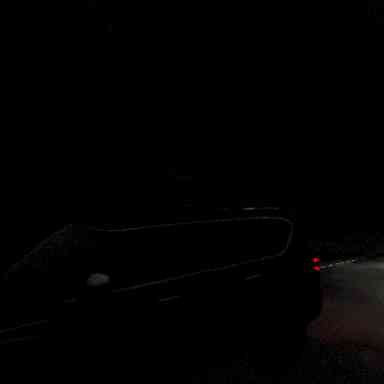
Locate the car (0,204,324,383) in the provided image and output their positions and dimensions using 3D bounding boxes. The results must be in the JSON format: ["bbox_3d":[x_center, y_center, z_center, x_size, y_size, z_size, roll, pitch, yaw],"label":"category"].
[{"bbox_3d":[-0.721,1.219,4.083,5.566,2.045,2.150,0,0,-35],"label":"car"}]
